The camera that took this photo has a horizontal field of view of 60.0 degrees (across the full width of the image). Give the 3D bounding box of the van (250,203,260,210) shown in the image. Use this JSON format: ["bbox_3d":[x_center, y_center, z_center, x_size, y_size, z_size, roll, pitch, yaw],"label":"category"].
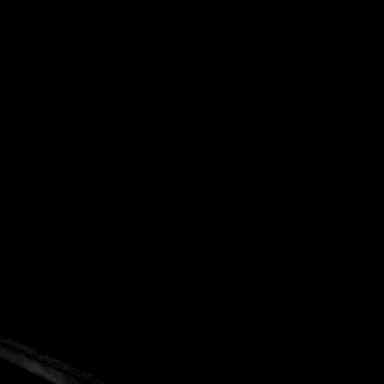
[{"bbox_3d":[15.798,3.871,91.545,4.442,1.987,1.878,3,0,-44],"label":"van"}]

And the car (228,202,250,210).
[{"bbox_3d":[11.912,3.616,87.722,5.566,2.045,2.435,3,0,-44],"label":"car"}]
